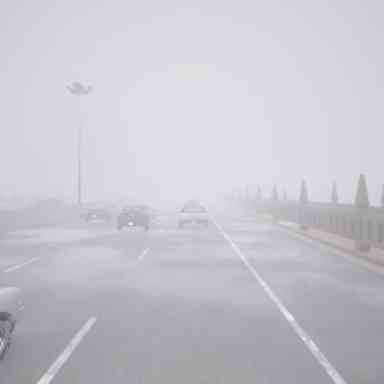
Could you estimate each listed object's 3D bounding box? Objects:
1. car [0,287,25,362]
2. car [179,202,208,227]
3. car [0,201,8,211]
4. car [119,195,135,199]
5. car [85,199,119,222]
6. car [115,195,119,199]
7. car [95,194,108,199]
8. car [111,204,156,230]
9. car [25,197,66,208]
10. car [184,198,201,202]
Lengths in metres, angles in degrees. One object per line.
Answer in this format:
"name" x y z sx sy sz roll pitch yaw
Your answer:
"car" -3.401 1.601 2.792 1.895 1.301 4.718 0 0 0
"car" 0.090 1.603 22.969 1.895 1.301 4.718 0 0 0
"car" -21.104 1.528 34.662 1.812 1.442 4.674 0 0 0
"car" -13.712 1.361 72.541 2.097 1.767 4.553 0 0 2
"car" -6.910 1.528 25.803 1.812 1.442 4.674 0 0 0
"car" -17.013 1.504 79.580 1.837 1.490 4.892 0 0 2
"car" -20.622 1.361 75.790 2.097 1.767 4.553 0 0 2
"car" -3.408 1.507 20.879 1.837 1.490 4.892 0 0 0
"car" -14.104 1.355 32.940 2.097 1.767 4.553 0 0 0
"car" 0.084 1.508 41.538 1.837 1.490 4.892 0 0 0
